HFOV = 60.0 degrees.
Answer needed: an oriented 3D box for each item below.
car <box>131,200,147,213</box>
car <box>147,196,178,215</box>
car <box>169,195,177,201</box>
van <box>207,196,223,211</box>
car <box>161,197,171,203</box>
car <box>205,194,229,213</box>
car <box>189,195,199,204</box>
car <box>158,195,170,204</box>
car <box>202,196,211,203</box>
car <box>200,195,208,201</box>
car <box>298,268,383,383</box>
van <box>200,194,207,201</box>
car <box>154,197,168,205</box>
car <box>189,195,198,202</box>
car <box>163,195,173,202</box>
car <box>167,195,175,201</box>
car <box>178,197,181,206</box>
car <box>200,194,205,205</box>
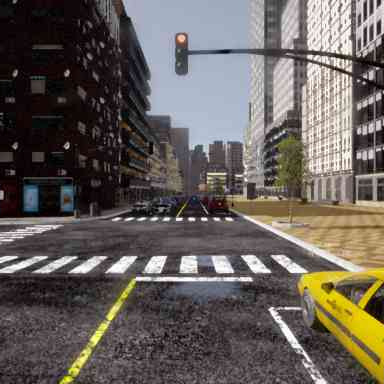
[{"bbox_3d":[-5.531,1.563,36.412,2.008,1.369,4.403,0,0,0],"label":"car"},{"bbox_3d":[-2.947,1.502,34.273,2.128,1.511,4.902,0,0,0],"label":"car"},{"bbox_3d":[-5.285,1.645,91.677,1.887,1.381,4.507,0,0,0],"label":"car"},{"bbox_3d":[2.872,1.358,41.901,1.690,1.788,3.998,0,0,0],"label":"van"},{"bbox_3d":[-5.384,1.639,69.572,1.802,1.307,4.206,0,0,0],"label":"car"},{"bbox_3d":[2.847,1.327,36.375,2.192,1.841,5.009,0,0,0],"label":"car"},{"bbox_3d":[0.398,1.405,66.684,2.097,1.767,4.553,0,0,0],"label":"car"},{"bbox_3d":[-5.409,1.488,64.045,1.967,1.590,4.097,0,0,0],"label":"car"},{"bbox_3d":[2.996,1.602,69.534,1.887,1.381,4.507,0,0,0],"label":"car"},{"bbox_3d":[3.071,1.614,86.284,1.752,1.417,4.829,0,0,0],"label":"car"},{"bbox_3d":[2.704,1.525,4.133,1.752,1.417,4.829,0,0,0],"label":"car"},{"bbox_3d":[3.094,1.441,91.640,1.690,1.788,3.998,0,0,0],"label":"van"},{"bbox_3d":[-5.433,1.584,58.518,1.887,1.381,4.507,0,0,0],"label":"car"},{"bbox_3d":[0.346,1.570,76.579,1.837,1.490,4.892,0,0,0],"label":"car"},{"bbox_3d":[-5.360,1.507,75.098,1.967,1.590,4.097,0,0,0],"label":"car"},{"bbox_3d":[-5.310,1.613,85.982,1.752,1.417,4.829,0,0,0],"label":"car"},{"bbox_3d":[-2.902,1.568,44.740,2.033,1.411,5.357,0,0,0],"label":"car"},{"bbox_3d":[2.946,1.354,58.481,2.192,1.841,5.009,0,0,0],"label":"car"}]
